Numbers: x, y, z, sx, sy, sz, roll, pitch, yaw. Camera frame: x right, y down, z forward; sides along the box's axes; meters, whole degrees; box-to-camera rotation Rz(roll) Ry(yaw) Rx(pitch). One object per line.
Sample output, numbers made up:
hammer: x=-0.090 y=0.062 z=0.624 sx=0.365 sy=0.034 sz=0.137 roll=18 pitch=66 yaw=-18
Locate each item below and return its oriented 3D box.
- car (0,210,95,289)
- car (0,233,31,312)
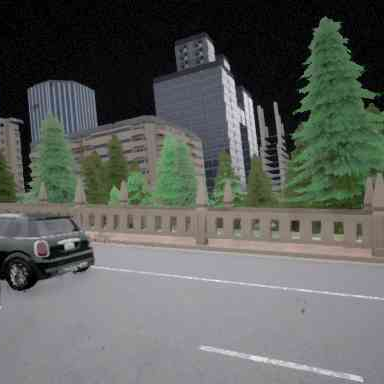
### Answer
car: x=-4.955 y=1.349 z=9.002 sx=4.553 sy=1.767 sz=2.097 roll=0 pitch=0 yaw=23
car: x=-5.308 y=1.494 z=5.344 sx=4.902 sy=1.511 sz=2.128 roll=0 pitch=0 yaw=23
